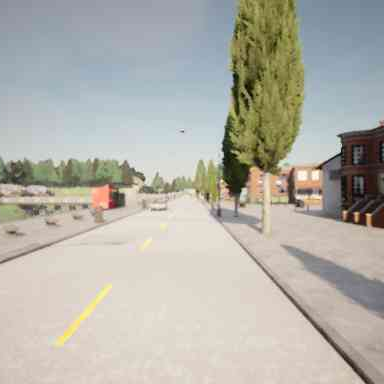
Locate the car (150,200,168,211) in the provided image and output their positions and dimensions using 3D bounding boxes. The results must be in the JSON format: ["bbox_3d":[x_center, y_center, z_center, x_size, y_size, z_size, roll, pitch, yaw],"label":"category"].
[{"bbox_3d":[-4.082,1.684,41.806,1.895,1.301,4.718,0,0,0],"label":"car"}]
